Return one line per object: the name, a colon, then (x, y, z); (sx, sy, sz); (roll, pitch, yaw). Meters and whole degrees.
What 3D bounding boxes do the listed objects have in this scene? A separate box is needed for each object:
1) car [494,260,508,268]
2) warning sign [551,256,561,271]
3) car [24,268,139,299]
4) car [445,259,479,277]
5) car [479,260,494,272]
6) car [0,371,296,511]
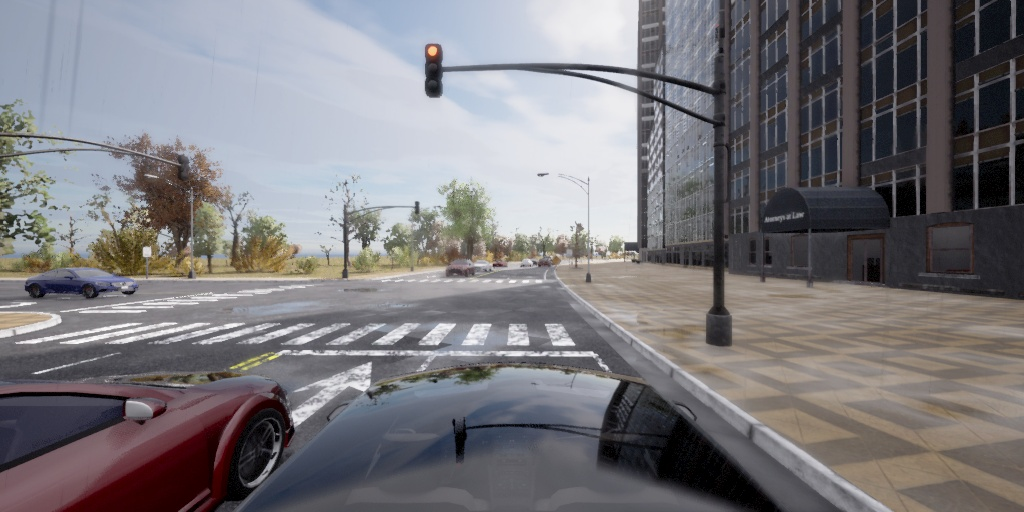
car: (-2.009, 1.353, 58.754); (1.895, 1.301, 4.718); (0, 0, 10)
warning sign: (5.419, 0.869, 43.943); (1.300, 1.860, 1.060); (0, 0, 7)
car: (-21.665, 1.323, 18.076); (4.674, 1.442, 1.812); (0, 0, 4)
car: (-4.974, 1.100, 35.003); (2.097, 1.767, 4.553); (0, 0, 6)
car: (-3.871, 1.275, 45.418); (1.812, 1.442, 4.674); (0, 0, 7)
car: (-3.108, 1.314, 1.797); (1.994, 1.385, 4.181); (0, 0, 0)
